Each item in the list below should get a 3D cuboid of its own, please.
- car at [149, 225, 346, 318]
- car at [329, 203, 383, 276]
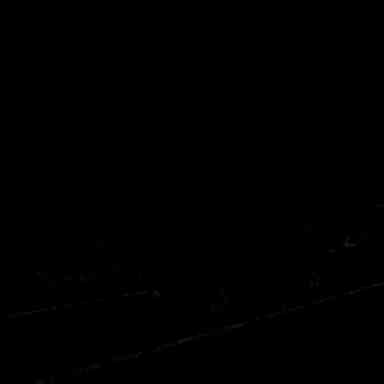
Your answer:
[{"bbox_3d":[1.185,1.535,7.330,4.313,1.339,1.947,0,0,-33],"label":"car"},{"bbox_3d":[5.887,1.289,10.438,5.009,1.841,2.192,0,0,-33],"label":"car"}]
